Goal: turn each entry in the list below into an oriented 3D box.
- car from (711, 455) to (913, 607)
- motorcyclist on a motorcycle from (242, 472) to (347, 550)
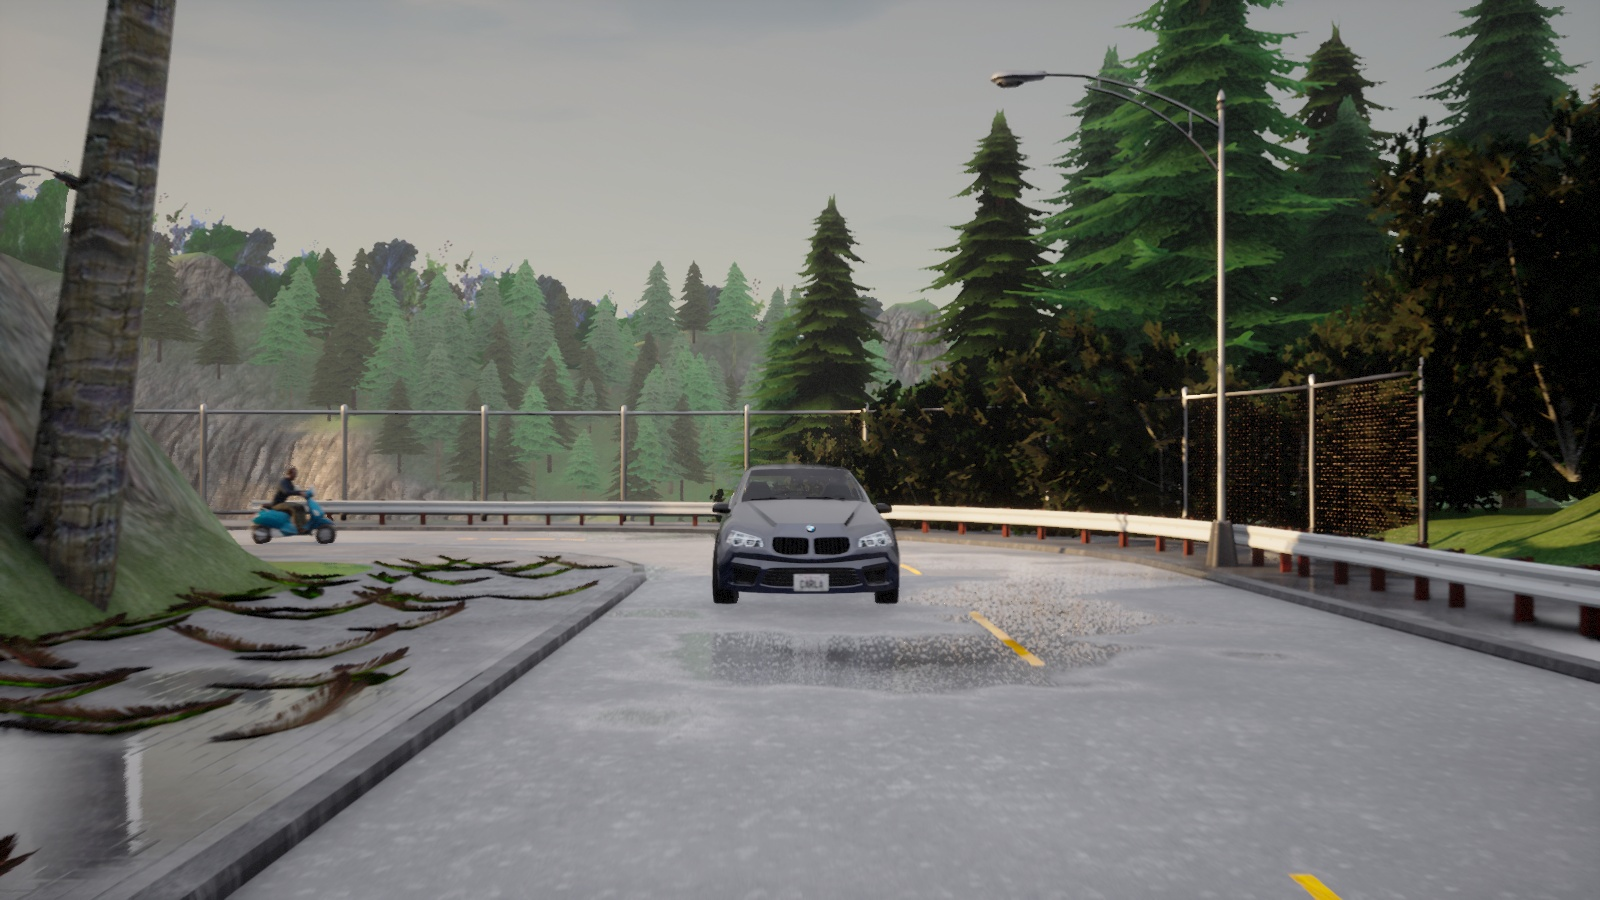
[{"bbox_3d":[-0.001,0.931,16.245,2.242,1.667,4.611,0,-1,-3],"label":"car"},{"bbox_3d":[-10.423,1.244,25.941,1.817,1.590,0.866,0,-1,0],"label":"motorcyclist on a motorcycle"}]
